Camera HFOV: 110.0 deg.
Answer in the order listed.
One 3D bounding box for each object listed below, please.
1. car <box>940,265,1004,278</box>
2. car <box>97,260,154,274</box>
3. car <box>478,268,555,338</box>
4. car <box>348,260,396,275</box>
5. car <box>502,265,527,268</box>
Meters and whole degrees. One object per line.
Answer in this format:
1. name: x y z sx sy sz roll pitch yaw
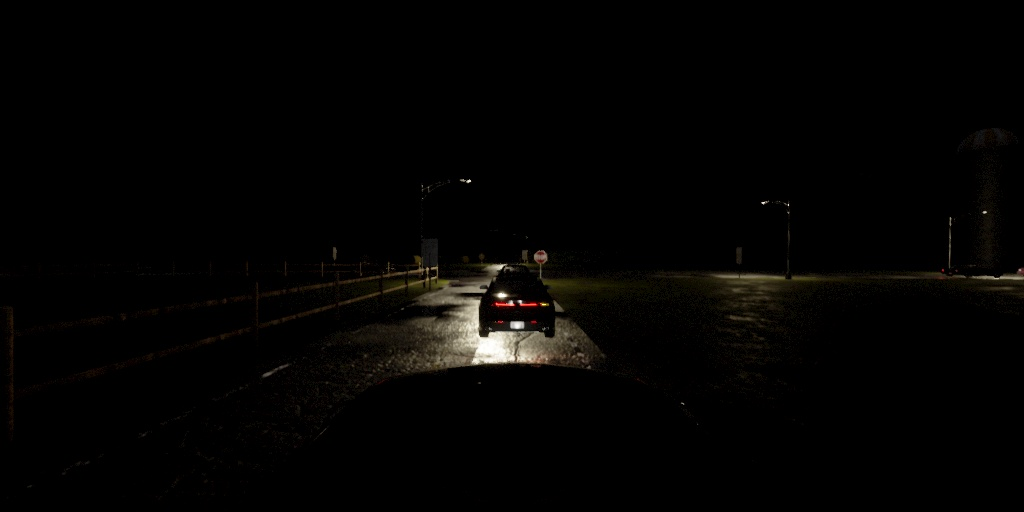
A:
1. car: 49.173 1.612 38.326 4.718 1.301 1.895 0 1 2
2. car: -41.647 1.136 38.708 4.902 1.511 2.128 0 1 0
3. car: 0.118 1.252 10.203 1.837 1.490 4.892 0 0 0
4. car: -15.020 1.211 38.454 4.902 1.511 2.128 0 0 3
5. car: 0.145 1.225 20.351 1.882 1.535 5.008 0 0 0
